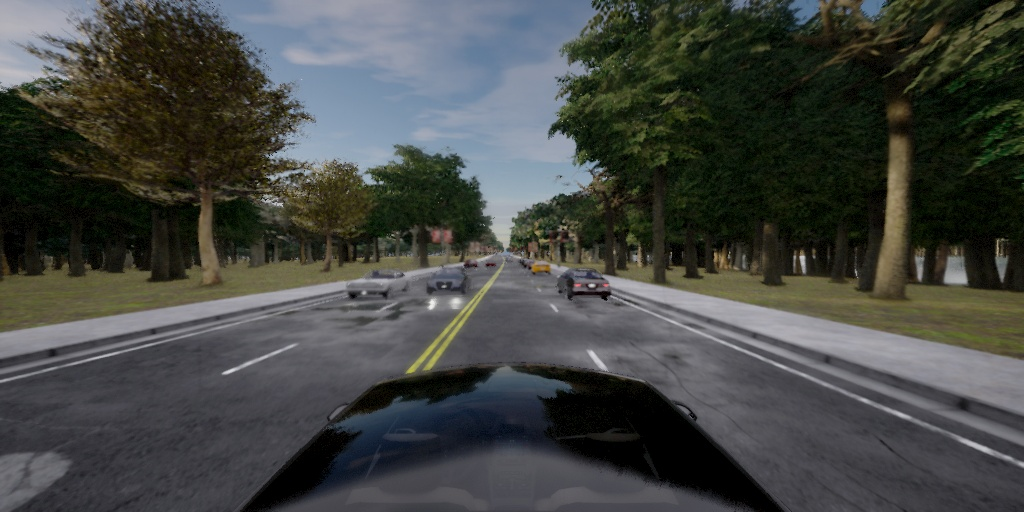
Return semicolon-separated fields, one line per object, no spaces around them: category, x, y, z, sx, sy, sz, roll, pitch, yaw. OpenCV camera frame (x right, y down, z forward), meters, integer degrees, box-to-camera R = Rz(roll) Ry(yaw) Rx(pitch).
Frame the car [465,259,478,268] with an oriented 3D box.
car;-6.720;1.225;59.615;1.882;1.535;5.008;0;0;0

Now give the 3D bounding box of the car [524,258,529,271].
car;3.141;1.355;50.722;1.895;1.301;4.718;0;0;0

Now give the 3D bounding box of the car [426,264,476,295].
car;-3.352;1.313;19.706;1.994;1.385;4.181;0;0;0

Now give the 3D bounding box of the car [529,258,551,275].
car;3.201;1.233;39.681;1.882;1.535;5.008;0;0;0

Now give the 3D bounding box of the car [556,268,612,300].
car;3.348;1.296;17.532;2.033;1.411;5.357;0;0;0

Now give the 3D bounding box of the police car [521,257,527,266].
police car;3.058;1.247;61.703;2.038;1.542;4.974;0;0;0

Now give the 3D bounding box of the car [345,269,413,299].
car;-6.601;1.350;18.246;1.895;1.301;4.718;0;0;0

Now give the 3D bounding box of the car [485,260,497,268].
car;-3.470;1.348;60.072;1.895;1.301;4.718;0;0;0
